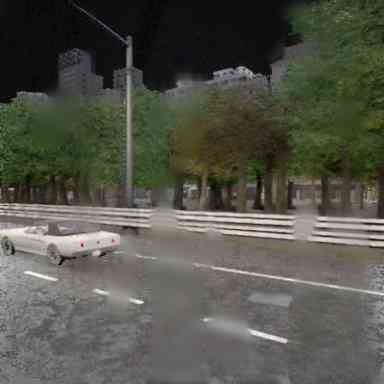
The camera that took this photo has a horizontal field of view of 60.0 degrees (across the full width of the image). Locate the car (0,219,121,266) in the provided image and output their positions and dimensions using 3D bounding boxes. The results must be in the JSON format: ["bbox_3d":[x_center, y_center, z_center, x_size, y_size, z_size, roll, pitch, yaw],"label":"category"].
[{"bbox_3d":[-4.755,1.603,11.567,4.718,1.301,1.895,0,0,36],"label":"car"}]
